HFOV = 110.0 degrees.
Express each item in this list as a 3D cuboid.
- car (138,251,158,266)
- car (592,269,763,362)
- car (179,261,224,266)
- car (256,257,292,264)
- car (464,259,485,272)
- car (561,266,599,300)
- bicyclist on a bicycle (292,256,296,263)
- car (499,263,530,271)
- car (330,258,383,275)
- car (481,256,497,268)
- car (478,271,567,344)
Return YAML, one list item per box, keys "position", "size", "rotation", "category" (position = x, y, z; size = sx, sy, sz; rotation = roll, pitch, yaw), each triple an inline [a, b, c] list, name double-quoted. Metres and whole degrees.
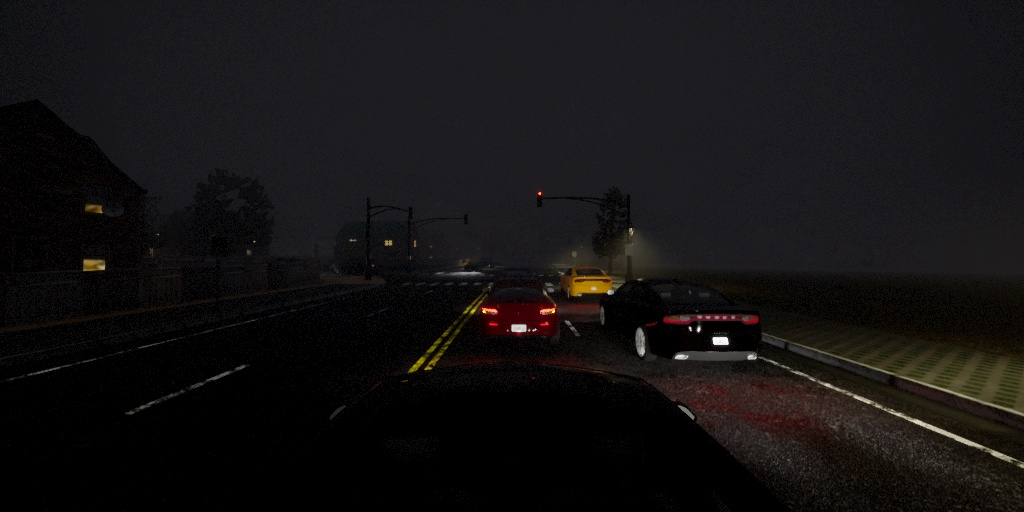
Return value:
- position: [-40.928, 0.332, 38.480]
  size: [5.566, 2.045, 2.150]
  rotation: [1, -1, 16]
  category: "car"
- position: [3.402, 1.231, 8.291]
  size: [1.882, 1.535, 5.008]
  rotation: [0, 0, 0]
  category: "car"
- position: [-30.849, 0.875, 35.666]
  size: [4.718, 1.301, 1.895]
  rotation: [1, -1, 16]
  category: "car"
- position: [-21.062, 0.910, 32.952]
  size: [5.008, 1.535, 1.882]
  rotation: [1, -1, 16]
  category: "car"
- position: [-5.305, 1.426, 48.755]
  size: [1.895, 1.301, 4.718]
  rotation: [0, 0, 3]
  category: "car"
- position: [3.532, 1.239, 17.759]
  size: [1.882, 1.535, 5.008]
  rotation: [0, 0, 1]
  category: "car"
- position: [-24.252, 0.780, 39.926]
  size: [0.582, 1.620, 1.656]
  rotation: [1, -1, 15]
  category: "bicyclist on a bicycle"
- position: [0.281, 1.289, 18.572]
  size: [1.812, 1.442, 4.674]
  rotation: [0, 0, 0]
  category: "car"
- position: [-14.932, 0.934, 34.432]
  size: [4.553, 1.767, 2.097]
  rotation: [1, -1, 5]
  category: "car"
- position: [-4.433, 1.081, 62.629]
  size: [2.150, 2.045, 5.566]
  rotation: [0, 0, 5]
  category: "car"
- position: [0.162, 1.280, 9.465]
  size: [1.812, 1.442, 4.674]
  rotation: [0, 0, 1]
  category: "car"
